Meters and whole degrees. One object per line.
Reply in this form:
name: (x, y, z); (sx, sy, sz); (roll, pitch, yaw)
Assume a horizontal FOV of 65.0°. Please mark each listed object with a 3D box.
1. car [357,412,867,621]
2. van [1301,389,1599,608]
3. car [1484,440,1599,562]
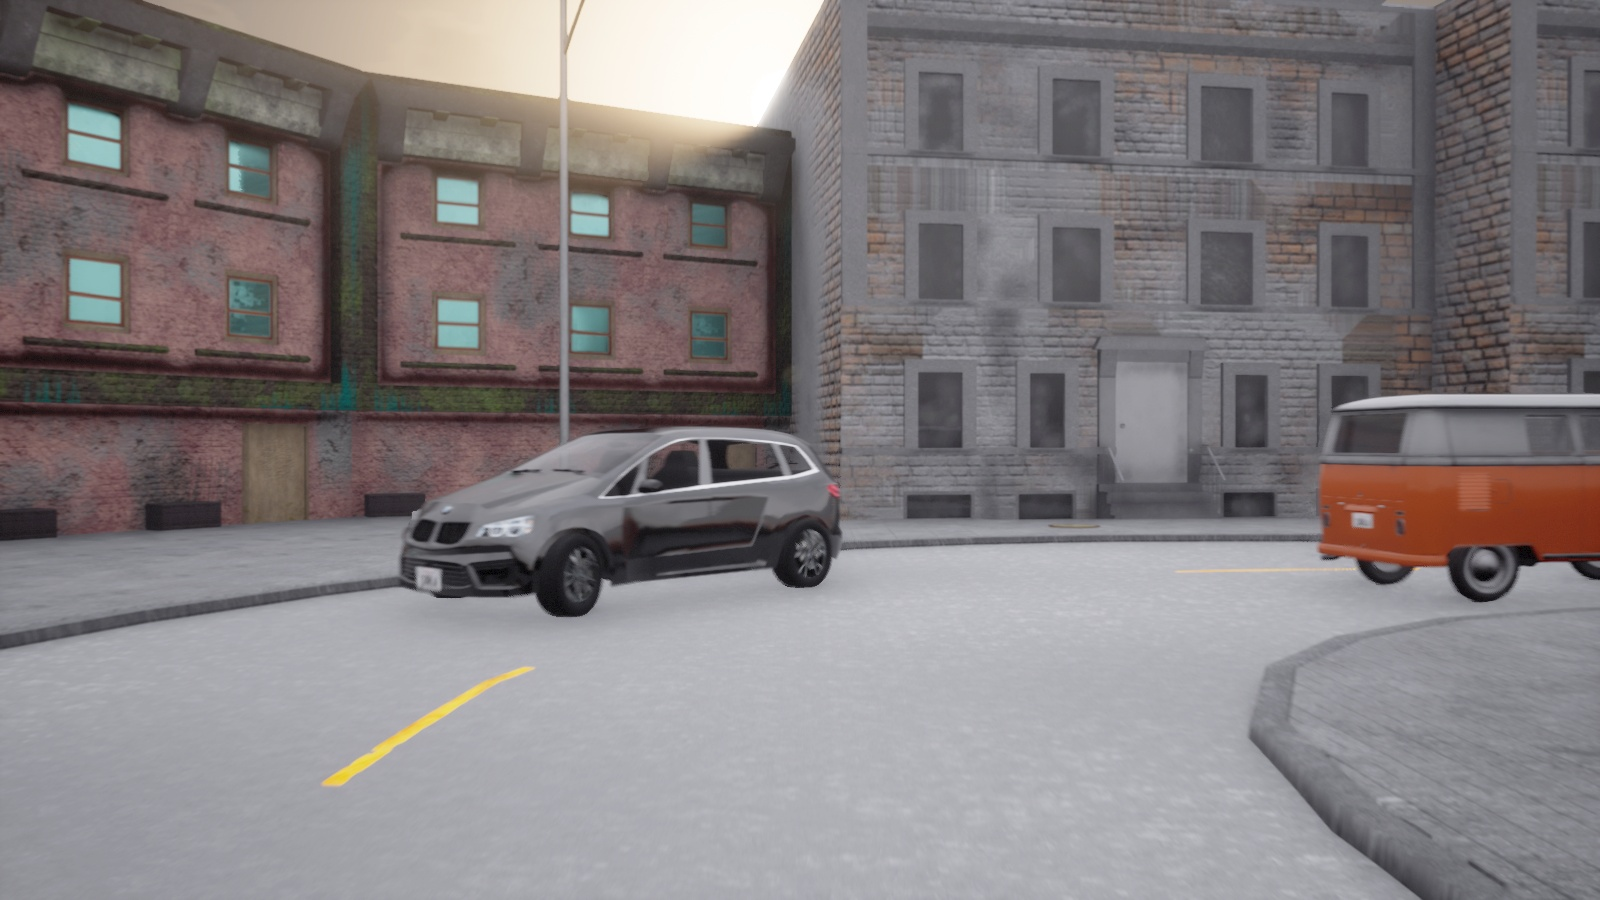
car: (-1.682, 0.521, 12.469); (2.242, 1.667, 4.611); (0, 0, 43)
van: (7.574, 0.435, 12.610); (4.442, 1.987, 1.775); (0, 0, -9)
car: (12.115, 0.640, 16.703); (5.008, 1.535, 1.882); (0, 0, 0)
